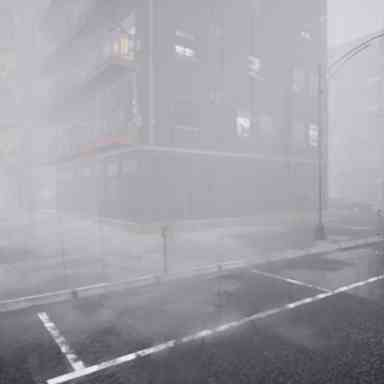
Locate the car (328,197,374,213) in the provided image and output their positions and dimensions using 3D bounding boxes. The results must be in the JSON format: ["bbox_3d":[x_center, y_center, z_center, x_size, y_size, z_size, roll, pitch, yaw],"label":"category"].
[{"bbox_3d":[13.745,1.154,29.555,2.008,1.369,4.403,1,0,-36],"label":"car"}]
